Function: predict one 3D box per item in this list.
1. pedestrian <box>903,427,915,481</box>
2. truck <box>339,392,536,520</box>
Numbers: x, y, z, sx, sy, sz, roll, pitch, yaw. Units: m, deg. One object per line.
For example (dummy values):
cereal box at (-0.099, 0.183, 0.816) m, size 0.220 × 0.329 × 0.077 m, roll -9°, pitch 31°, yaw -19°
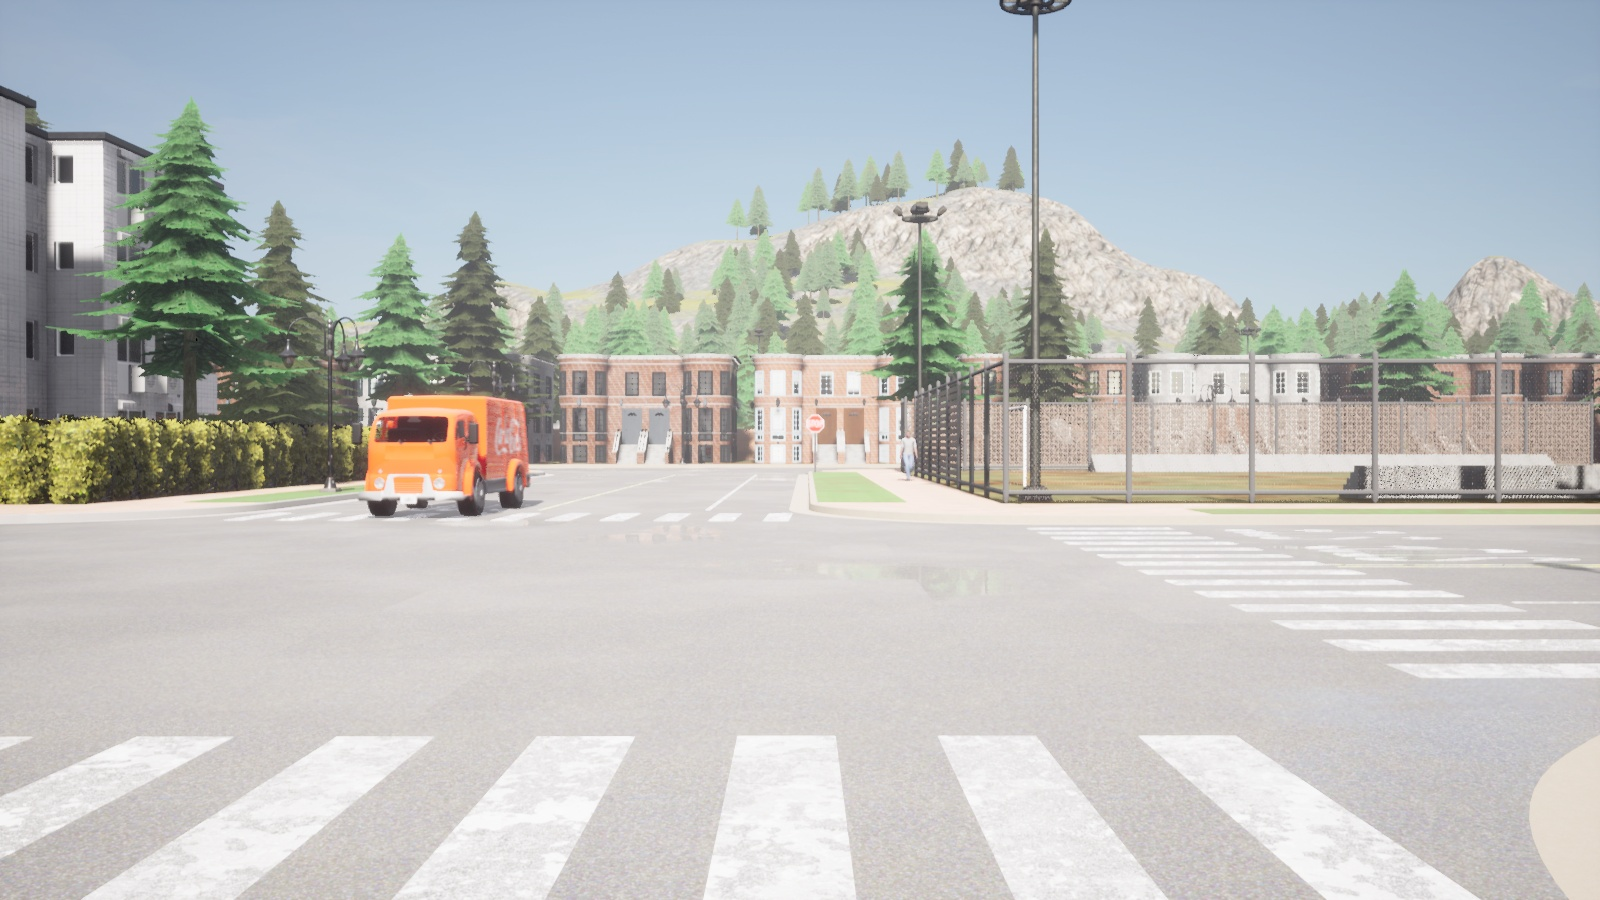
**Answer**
pedestrian at (3.718, 0.147, 43.001) m, size 0.354 × 1.836 × 0.706 m, roll 0°, pitch 0°, yaw 0°
truck at (-7.510, 0.082, 26.748) m, size 2.627 × 2.467 × 5.204 m, roll 0°, pitch 1°, yaw 1°
